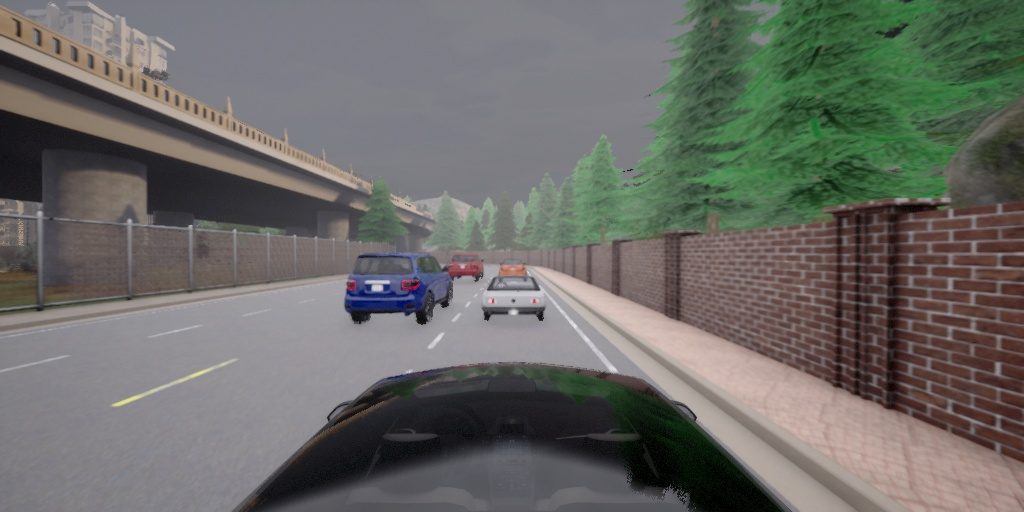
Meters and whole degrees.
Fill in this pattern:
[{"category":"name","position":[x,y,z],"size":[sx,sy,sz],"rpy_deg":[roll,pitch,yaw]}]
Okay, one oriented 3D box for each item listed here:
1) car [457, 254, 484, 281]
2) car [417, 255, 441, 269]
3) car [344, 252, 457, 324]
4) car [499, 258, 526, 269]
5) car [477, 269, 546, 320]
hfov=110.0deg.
[{"category":"car","position":[-3.437,0.825,27.770],"size":[2.150,2.045,5.566],"rpy_deg":[0,1,0]},{"category":"car","position":[-11.859,0.822,50.830],"size":[2.097,1.767,4.553],"rpy_deg":[-1,1,-30]},{"category":"car","position":[-3.441,0.912,11.908],"size":[2.150,2.045,5.566],"rpy_deg":[0,0,0]},{"category":"car","position":[0.066,0.949,28.460],"size":[2.097,1.767,4.553],"rpy_deg":[0,0,0]},{"category":"car","position":[0.061,1.291,12.331],"size":[1.895,1.301,4.718],"rpy_deg":[0,0,0]}]
